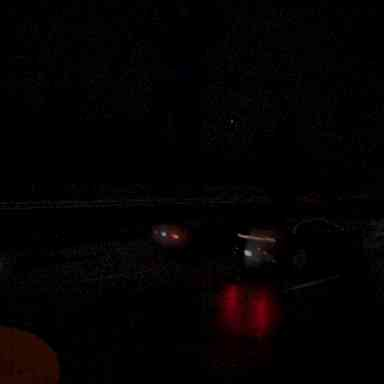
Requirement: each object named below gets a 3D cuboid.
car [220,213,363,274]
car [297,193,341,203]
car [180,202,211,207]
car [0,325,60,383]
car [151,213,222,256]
[{"bbox_3d":[3.522,1.468,10.555,4.902,1.511,2.128,0,0,-36],"label":"car"},{"bbox_3d":[13.358,1.161,34.906,5.566,2.045,2.150,0,0,-35],"label":"car"},{"bbox_3d":[0.209,1.561,29.924,4.718,1.301,1.895,0,0,-35],"label":"car"},{"bbox_3d":[-3.250,1.485,1.551,5.008,1.535,1.882,0,0,-35],"label":"car"},{"bbox_3d":[1.069,1.524,13.097,5.357,1.411,2.033,0,0,-35],"label":"car"}]
